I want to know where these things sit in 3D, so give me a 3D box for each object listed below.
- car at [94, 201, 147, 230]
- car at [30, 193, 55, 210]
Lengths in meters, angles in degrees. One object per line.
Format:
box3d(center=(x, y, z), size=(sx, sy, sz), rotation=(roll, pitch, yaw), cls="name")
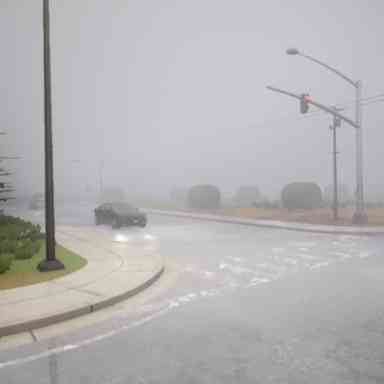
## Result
box3d(center=(-4.518, 1.361, 20.514), size=(1.882, 1.535, 5.008), rotation=(-1, 1, -34), cls="car")
box3d(center=(-18.535, 1.102, 41.007), size=(2.150, 2.045, 5.566), rotation=(-1, 0, -34), cls="car")
